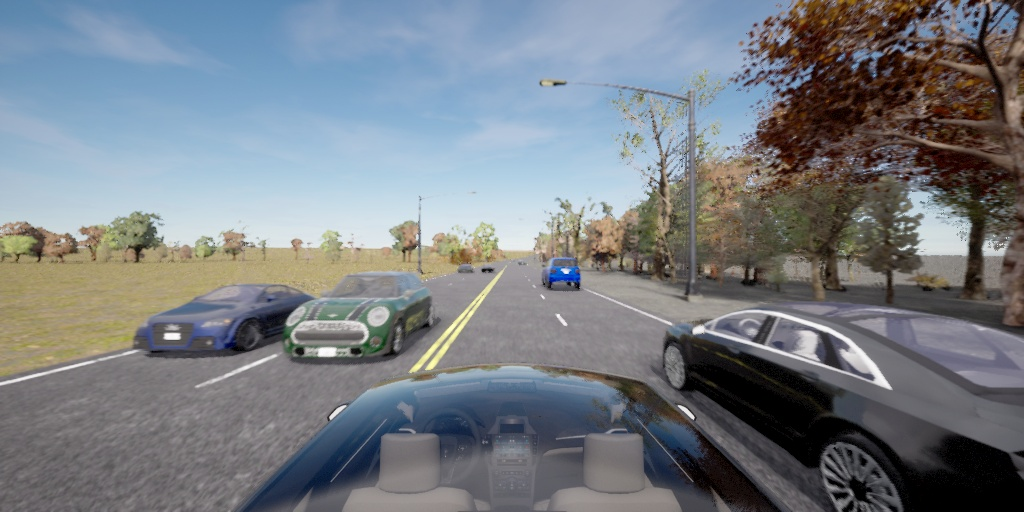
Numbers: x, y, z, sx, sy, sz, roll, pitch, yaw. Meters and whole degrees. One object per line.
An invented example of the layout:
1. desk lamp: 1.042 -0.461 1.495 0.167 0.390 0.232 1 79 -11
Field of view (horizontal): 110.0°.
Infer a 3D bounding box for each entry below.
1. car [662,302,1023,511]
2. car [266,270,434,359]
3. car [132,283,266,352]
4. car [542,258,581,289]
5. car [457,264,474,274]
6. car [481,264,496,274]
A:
1. car: 3.347 1.255 3.943 2.128 1.511 4.902 -1 -1 0
2. car: -3.349 1.172 8.753 2.097 1.767 4.553 0 -1 0
3. car: -6.599 1.386 8.956 1.994 1.385 4.181 0 -1 0
4. car: 3.378 1.164 25.241 2.150 2.045 5.566 0 -1 -1
5. car: -6.563 1.766 51.092 1.994 1.385 4.181 0 0 0
6. car: -3.316 1.798 50.411 1.895 1.301 4.718 0 0 0
